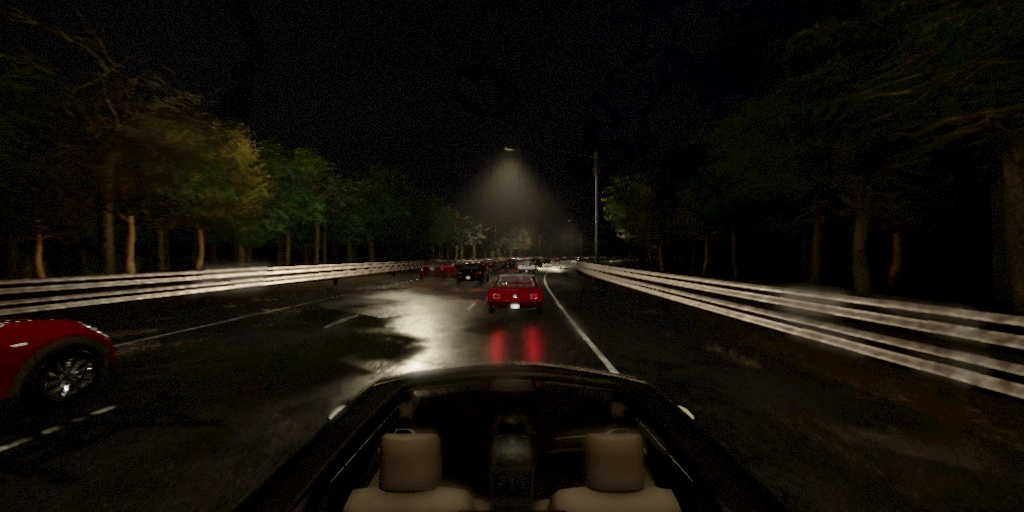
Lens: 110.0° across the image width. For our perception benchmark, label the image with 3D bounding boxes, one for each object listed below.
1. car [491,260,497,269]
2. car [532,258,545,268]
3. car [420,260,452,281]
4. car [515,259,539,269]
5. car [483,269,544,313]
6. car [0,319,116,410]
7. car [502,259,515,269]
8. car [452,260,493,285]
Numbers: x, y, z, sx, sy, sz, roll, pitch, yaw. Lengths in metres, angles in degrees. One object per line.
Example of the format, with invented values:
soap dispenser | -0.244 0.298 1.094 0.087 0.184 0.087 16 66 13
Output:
car | -3.566 1.307 57.368 1.895 1.301 4.718 0 0 8
car | 4.201 1.067 62.278 2.097 1.767 4.553 0 0 8
car | -6.035 1.074 29.995 2.097 1.767 4.553 0 0 4
car | 1.758 1.331 40.952 1.895 1.301 4.718 0 0 5
car | 0.170 1.345 13.876 1.895 1.301 4.718 0 0 2
car | -6.900 1.086 3.359 2.097 1.767 4.553 0 0 0
car | -0.292 1.244 54.377 1.812 1.442 4.674 0 0 7
car | -2.753 1.256 25.983 1.812 1.442 4.674 0 0 3
